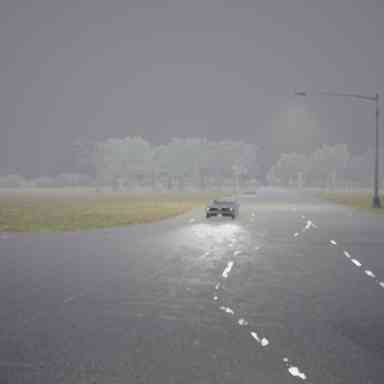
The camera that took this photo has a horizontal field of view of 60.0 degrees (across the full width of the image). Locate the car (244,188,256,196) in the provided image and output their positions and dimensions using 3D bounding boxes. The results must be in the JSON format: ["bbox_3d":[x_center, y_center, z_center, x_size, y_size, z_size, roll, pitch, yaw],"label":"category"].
[{"bbox_3d":[10.788,-0.041,62.037,1.994,1.385,4.181,0,1,14],"label":"car"}]

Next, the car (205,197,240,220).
[{"bbox_3d":[2.125,1.061,22.324,1.895,1.301,4.718,0,1,12],"label":"car"}]
